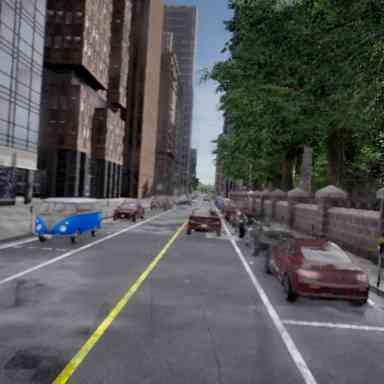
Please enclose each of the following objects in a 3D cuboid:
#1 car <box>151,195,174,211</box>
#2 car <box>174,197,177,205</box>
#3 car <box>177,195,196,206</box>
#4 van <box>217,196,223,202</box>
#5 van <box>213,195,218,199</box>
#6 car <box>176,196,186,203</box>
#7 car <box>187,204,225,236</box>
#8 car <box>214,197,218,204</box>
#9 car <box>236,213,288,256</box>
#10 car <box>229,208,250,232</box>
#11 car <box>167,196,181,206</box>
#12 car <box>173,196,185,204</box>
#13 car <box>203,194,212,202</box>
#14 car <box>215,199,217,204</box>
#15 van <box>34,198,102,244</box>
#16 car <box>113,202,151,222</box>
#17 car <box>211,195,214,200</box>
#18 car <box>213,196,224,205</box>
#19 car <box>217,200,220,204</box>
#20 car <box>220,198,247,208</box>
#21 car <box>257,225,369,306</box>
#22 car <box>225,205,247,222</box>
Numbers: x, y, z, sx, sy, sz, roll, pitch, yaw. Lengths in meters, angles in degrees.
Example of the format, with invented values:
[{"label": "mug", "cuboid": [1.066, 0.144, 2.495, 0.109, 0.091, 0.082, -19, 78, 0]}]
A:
[{"label": "car", "cuboid": [-3.955, 1.334, 42.098, 2.192, 1.841, 5.009, 3, 0, 3]}, {"label": "car", "cuboid": [-3.704, 1.486, 47.615, 1.967, 1.590, 4.097, 3, 0, 3]}, {"label": "car", "cuboid": [-0.828, 1.530, 49.912, 1.895, 1.301, 4.718, 3, 0, 3]}, {"label": "van", "cuboid": [4.805, 1.882, 47.225, 1.690, 1.788, 3.998, 3, 0, 3]}, {"label": "van", "cuboid": [5.837, 1.977, 69.299, 1.690, 1.788, 3.998, 3, 0, 3]}, {"label": "car", "cuboid": [-2.426, 1.685, 75.036, 1.752, 1.417, 4.829, 3, 0, 3]}, {"label": "car", "cuboid": [0.775, 1.678, 20.185, 1.882, 1.535, 5.008, 3, 0, 3]}, {"label": "car", "cuboid": [5.318, 2.116, 58.432, 1.752, 1.417, 4.829, 3, 0, 3]}, {"label": "car", "cuboid": [3.246, 1.855, 14.111, 2.008, 1.369, 4.403, 3, 0, 3]}, {"label": "car", "cuboid": [3.500, 1.921, 19.630, 1.947, 1.339, 4.313, 3, 0, 3]}, {"label": "car", "cuboid": [-3.187, 1.535, 58.651, 1.967, 1.590, 4.097, 3, 0, 3]}, {"label": "car", "cuboid": [-2.678, 1.691, 69.688, 2.008, 1.369, 4.403, 3, 0, 3]}, {"label": "car", "cuboid": [4.051, 1.932, 90.214, 1.994, 1.385, 4.181, 3, 0, 3]}, {"label": "car", "cuboid": [5.048, 2.147, 52.744, 1.802, 1.307, 4.206, 3, 0, 3]}, {"label": "van", "cuboid": [-5.245, 1.151, 14.502, 1.690, 1.788, 3.998, 3, 0, 3]}, {"label": "car", "cuboid": [-4.742, 1.452, 25.540, 1.887, 1.381, 4.507, 3, 0, 3]}, {"label": "car", "cuboid": [6.097, 1.971, 74.817, 2.192, 1.841, 5.009, 3, 0, 3]}, {"label": "car", "cuboid": [6.356, 1.989, 80.336, 2.192, 1.841, 5.009, 3, 0, 3]}, {"label": "car", "cuboid": [4.535, 2.058, 41.708, 1.887, 1.381, 4.507, 3, 0, 3]}, {"label": "car", "cuboid": [4.031, 1.760, 30.670, 2.192, 1.841, 5.009, 3, 0, 3]}, {"label": "car", "cuboid": [2.988, 1.830, 8.591, 1.802, 1.307, 4.206, 3, 0, 3]}, {"label": "car", "cuboid": [3.759, 1.984, 25.150, 1.802, 1.307, 4.206, 3, 0, 3]}]
